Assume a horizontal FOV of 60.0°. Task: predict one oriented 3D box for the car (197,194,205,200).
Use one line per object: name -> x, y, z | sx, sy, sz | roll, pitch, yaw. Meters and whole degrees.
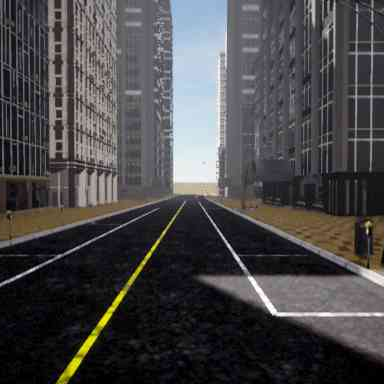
car -> 2.356, 1.402, 85.559 | 1.837, 1.490, 4.892 | 0, 0, 0
